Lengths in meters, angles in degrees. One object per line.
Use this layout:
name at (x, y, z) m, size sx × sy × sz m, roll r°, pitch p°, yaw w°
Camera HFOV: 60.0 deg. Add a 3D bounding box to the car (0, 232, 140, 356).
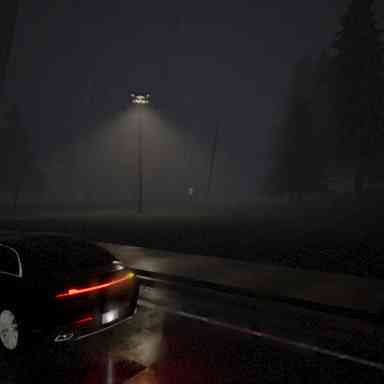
car at (-3.123, 1.505, 6.101) m, size 4.892 × 1.490 × 1.837 m, roll 0°, pitch 0°, yaw 36°
